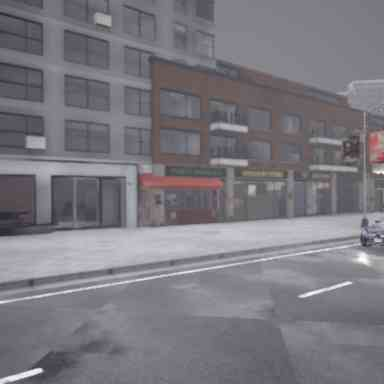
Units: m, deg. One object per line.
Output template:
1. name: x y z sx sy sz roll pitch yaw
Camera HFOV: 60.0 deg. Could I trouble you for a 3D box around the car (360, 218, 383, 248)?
1. car: 9.062 1.623 14.159 4.674 1.442 1.812 0 0 -35
